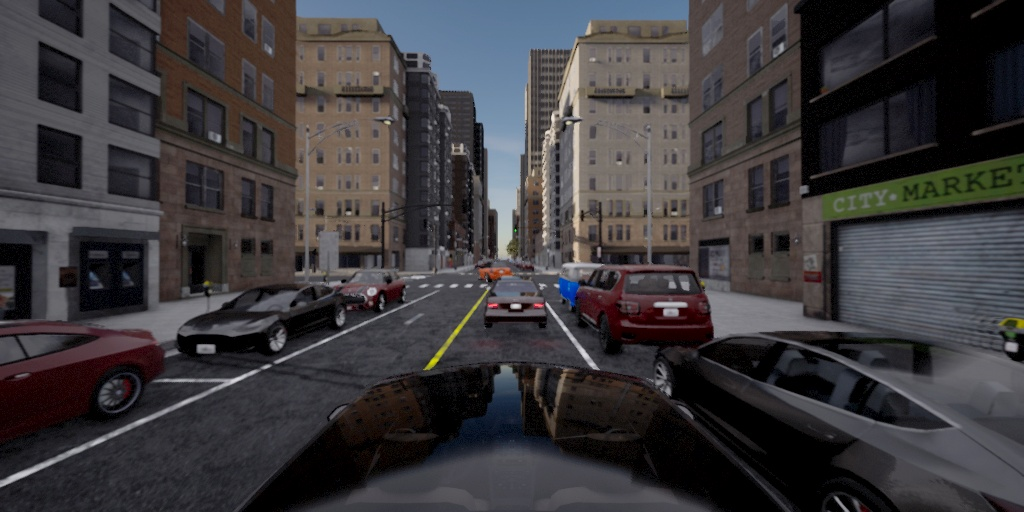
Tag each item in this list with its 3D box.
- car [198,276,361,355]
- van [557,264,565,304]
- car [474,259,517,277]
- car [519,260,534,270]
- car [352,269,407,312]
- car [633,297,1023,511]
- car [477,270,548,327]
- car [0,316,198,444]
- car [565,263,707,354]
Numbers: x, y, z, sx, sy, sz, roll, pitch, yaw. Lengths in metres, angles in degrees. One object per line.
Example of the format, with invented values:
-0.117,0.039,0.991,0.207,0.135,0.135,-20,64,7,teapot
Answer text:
-5.669,1.363,8.822,1.948,1.339,4.313,0,0,0,car
2.856,1.175,14.354,1.690,1.789,3.998,0,0,0,van
-1.535,1.284,30.355,2.097,1.767,4.553,0,-1,-19,car
2.565,1.594,58.242,1.967,1.591,4.097,0,0,-1,car
-5.670,1.274,14.347,1.967,1.591,4.097,0,0,0,car
2.857,1.326,3.306,1.948,1.339,4.313,0,0,0,car
0.101,1.365,11.771,2.033,1.411,5.357,0,0,0,car
-5.668,1.343,3.298,1.802,1.307,4.207,0,0,0,car
2.857,1.112,8.830,2.192,1.841,5.009,0,0,0,car
